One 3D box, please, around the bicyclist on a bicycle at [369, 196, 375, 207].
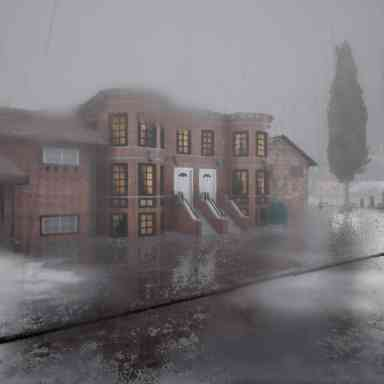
[{"bbox_3d":[25.665,1.347,47.497,1.656,1.620,0.582,0,0,-36],"label":"bicyclist on a bicycle"}]
